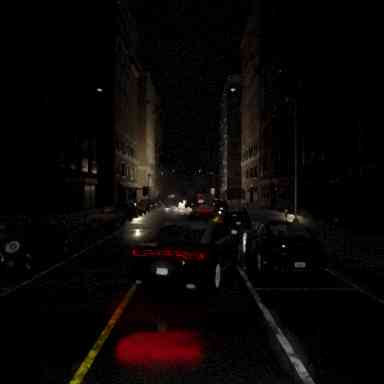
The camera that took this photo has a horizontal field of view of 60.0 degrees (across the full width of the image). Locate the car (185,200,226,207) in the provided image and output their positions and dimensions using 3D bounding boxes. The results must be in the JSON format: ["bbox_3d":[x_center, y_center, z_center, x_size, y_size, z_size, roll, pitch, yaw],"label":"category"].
[{"bbox_3d":[0.732,1.450,19.056,1.801,1.575,5.366,0,0,2],"label":"car"}]

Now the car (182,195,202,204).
[{"bbox_3d":[0.041,1.545,45.547,1.994,1.385,4.181,0,0,0],"label":"car"}]

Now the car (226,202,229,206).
[{"bbox_3d":[2.652,1.544,21.140,2.008,1.369,4.403,0,0,0],"label":"car"}]

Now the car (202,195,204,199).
[{"bbox_3d":[2.674,1.504,48.374,1.752,1.417,4.829,0,0,0],"label":"car"}]

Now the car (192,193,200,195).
[{"bbox_3d":[0.045,1.445,59.390,1.882,1.535,5.008,0,0,0],"label":"car"}]

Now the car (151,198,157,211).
[{"bbox_3d":[-5.360,1.569,37.394,1.802,1.307,4.206,0,0,0],"label":"car"}]

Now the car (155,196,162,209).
[{"bbox_3d":[-5.356,1.534,42.806,2.008,1.369,4.403,0,0,0],"label":"car"}]

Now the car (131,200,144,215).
[{"bbox_3d":[-5.369,1.557,26.568,1.947,1.339,4.313,0,0,0],"label":"car"}]

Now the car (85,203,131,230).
[{"bbox_3d":[-5.373,1.519,20.985,1.752,1.417,4.829,0,0,0],"label":"car"}]

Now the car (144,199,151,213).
[{"bbox_3d":[-5.364,1.515,31.810,1.752,1.417,4.829,0,0,0],"label":"car"}]

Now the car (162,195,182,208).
[{"bbox_3d":[-2.802,1.527,47.259,2.033,1.411,5.357,0,0,0],"label":"car"}]

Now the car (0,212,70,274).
[{"bbox_3d":[-5.381,1.437,10.330,1.967,1.590,4.097,0,0,0],"label":"car"}]

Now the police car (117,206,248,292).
[{"bbox_3d":[0.147,1.422,9.278,1.930,1.638,5.238,0,0,17],"label":"police car"}]

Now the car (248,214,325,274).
[{"bbox_3d":[2.644,1.548,10.315,2.008,1.369,4.403,0,0,0],"label":"car"}]
